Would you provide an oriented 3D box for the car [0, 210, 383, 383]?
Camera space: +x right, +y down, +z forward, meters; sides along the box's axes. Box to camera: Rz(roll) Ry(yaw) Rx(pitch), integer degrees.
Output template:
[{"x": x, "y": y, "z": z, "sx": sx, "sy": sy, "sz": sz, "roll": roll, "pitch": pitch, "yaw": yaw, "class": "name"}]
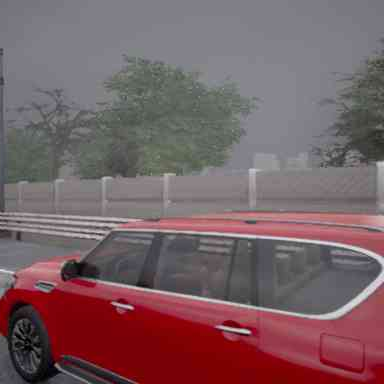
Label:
[{"x": 0.045, "y": 1.245, "z": 3.834, "sx": 5.566, "sy": 2.045, "sz": 2.150, "roll": -1, "pitch": 0, "yaw": 35, "class": "car"}]
